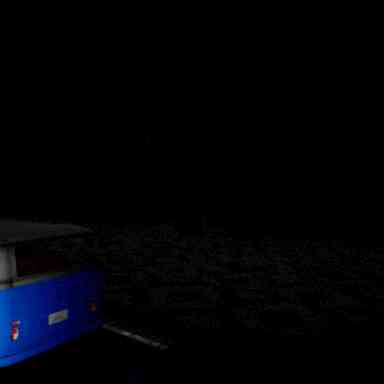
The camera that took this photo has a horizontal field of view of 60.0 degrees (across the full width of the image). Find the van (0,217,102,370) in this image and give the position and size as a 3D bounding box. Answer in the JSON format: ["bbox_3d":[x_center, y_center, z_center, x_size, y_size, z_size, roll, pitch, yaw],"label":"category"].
[{"bbox_3d":[-3.173,1.308,5.223,3.998,1.788,1.690,0,0,35],"label":"van"}]

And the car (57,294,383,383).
[{"bbox_3d":[1.415,1.552,1.951,4.403,1.369,2.008,0,0,35],"label":"car"}]
